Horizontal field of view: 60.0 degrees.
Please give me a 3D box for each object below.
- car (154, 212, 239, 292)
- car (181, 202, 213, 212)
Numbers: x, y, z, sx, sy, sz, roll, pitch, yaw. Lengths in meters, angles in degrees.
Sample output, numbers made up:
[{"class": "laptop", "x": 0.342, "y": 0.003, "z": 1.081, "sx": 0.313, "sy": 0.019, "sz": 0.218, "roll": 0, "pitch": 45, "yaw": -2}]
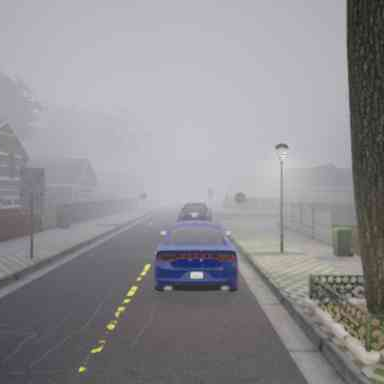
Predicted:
[{"class": "car", "x": 0.106, "y": 1.527, "z": 9.129, "sx": 1.882, "sy": 1.535, "sz": 5.008, "roll": 0, "pitch": 0, "yaw": 0}, {"class": "car", "x": 0.309, "y": 1.468, "z": 22.197, "sx": 2.097, "sy": 1.767, "sz": 4.553, "roll": 0, "pitch": 0, "yaw": 4}]
